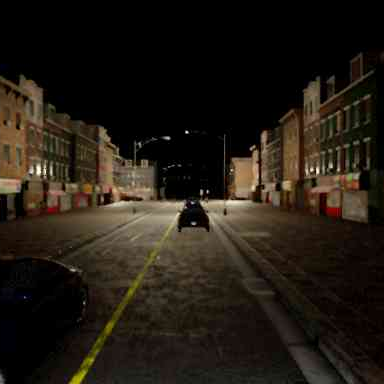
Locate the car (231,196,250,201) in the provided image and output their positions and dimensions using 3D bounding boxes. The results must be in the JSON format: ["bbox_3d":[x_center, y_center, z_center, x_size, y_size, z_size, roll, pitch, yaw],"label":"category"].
[{"bbox_3d":[11.900,1.591,81.934,4.507,1.381,1.887,0,0,0],"label":"car"}]

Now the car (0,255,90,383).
[{"bbox_3d":[-2.814,1.568,4.239,1.994,1.385,4.181,0,0,0],"label":"car"}]

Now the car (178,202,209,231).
[{"bbox_3d":[0.091,1.549,20.556,1.812,1.442,4.674,0,0,0],"label":"car"}]

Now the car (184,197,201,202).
[{"bbox_3d":[0.076,1.406,42.098,2.097,1.767,4.553,0,0,0],"label":"car"}]

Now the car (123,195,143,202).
[{"bbox_3d":[-14.510,1.558,81.871,5.009,1.841,2.192,0,0,0],"label":"car"}]
